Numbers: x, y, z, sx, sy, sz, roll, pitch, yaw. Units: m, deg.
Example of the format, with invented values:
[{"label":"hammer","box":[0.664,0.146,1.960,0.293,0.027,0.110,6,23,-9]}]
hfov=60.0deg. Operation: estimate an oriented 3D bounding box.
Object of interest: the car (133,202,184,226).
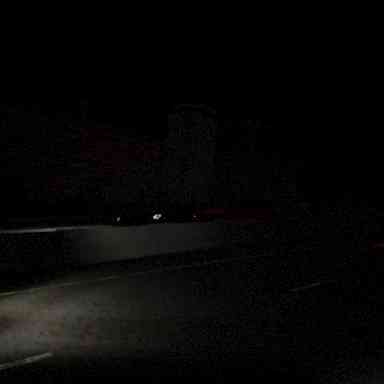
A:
[{"label":"car","box":[-0.909,1.434,20.552,4.553,1.767,2.097,1,-1,-36]}]

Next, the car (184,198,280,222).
[{"label":"car","box":[2.610,1.336,18.770,5.566,2.045,2.150,2,-1,-36]}]

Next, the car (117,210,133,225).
[{"label":"car","box":[-2.864,1.576,23.459,4.902,1.511,2.128,1,-1,-36]}]
